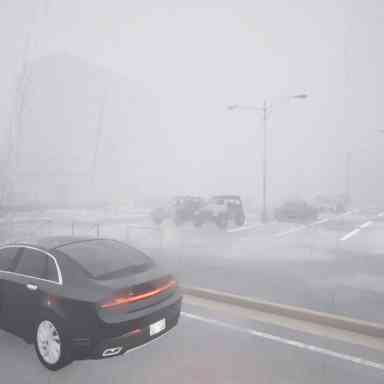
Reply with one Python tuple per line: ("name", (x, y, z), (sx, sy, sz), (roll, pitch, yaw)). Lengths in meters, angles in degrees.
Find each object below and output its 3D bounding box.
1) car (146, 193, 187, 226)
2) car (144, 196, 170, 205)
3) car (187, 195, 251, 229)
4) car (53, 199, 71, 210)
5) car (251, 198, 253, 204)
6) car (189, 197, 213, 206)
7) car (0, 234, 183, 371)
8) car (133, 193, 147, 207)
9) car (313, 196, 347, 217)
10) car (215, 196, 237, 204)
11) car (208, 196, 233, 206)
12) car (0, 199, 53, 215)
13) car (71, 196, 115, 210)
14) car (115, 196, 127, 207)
("car", (-0.617, 1.153, 21.873), (1.932, 1.855, 4.605), (0, 0, 34))
("car", (-6.007, 1.526, 57.912), (1.812, 1.442, 4.674), (0, 0, 35))
("car", (1.747, 1.156, 20.203), (1.905, 1.878, 3.866), (0, 0, 34))
("car", (-17.126, 1.547, 41.486), (2.033, 1.411, 5.357), (0, 0, 34))
("car", (9.892, 1.505, 62.446), (1.837, 1.490, 4.892), (0, 0, 34))
("car", (1.511, 1.526, 56.263), (1.812, 1.442, 4.674), (0, 0, 34))
("car", (-2.416, 1.505, 5.725), (4.892, 1.490, 1.837), (0, 0, 36))
("car", (-6.564, 1.221, 50.853), (2.150, 2.045, 5.566), (0, 0, 34))
("car", (13.796, 1.395, 33.136), (1.970, 1.475, 3.806), (0, 0, 34))
("car", (6.484, 1.491, 63.646), (2.128, 1.511, 4.902), (0, 0, 34))
("car", (4.770, 1.491, 54.838), (2.128, 1.511, 4.902), (0, 0, 34))
("car", (-17.455, 1.601, 34.732), (1.895, 1.301, 4.718), (0, 0, 34))
("car", (-12.452, 1.526, 42.143), (1.812, 1.442, 4.674), (0, 0, 34))
("car", (-11.788, 1.352, 49.403), (2.097, 1.767, 4.553), (0, 0, 34))
